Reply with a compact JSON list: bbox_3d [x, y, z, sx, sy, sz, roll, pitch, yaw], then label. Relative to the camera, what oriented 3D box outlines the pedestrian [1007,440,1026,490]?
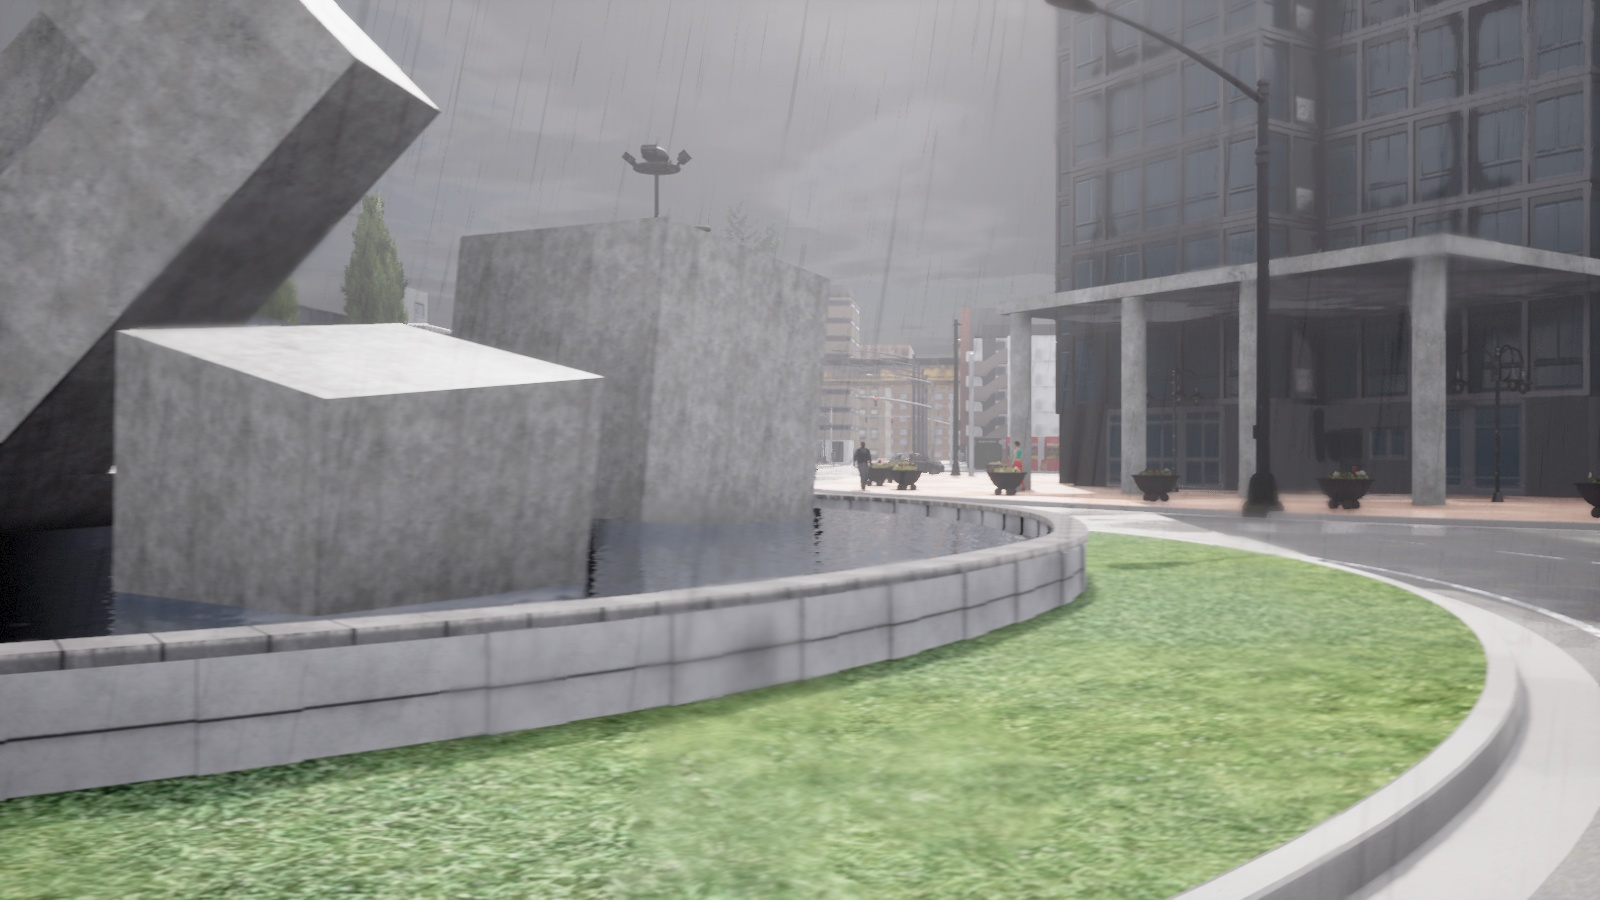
[{"bbox_3d":[7.999,0.539,46.395,0.345,1.836,0.594,0,0,-34],"label":"pedestrian"}]

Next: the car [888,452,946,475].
[{"bbox_3d":[8.207,0.930,87.799,3.988,1.617,1.851,0,0,8],"label":"car"}]

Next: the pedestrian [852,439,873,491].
[{"bbox_3d":[2.271,0.530,45.801,0.563,1.883,0.849,0,0,-11],"label":"pedestrian"}]
